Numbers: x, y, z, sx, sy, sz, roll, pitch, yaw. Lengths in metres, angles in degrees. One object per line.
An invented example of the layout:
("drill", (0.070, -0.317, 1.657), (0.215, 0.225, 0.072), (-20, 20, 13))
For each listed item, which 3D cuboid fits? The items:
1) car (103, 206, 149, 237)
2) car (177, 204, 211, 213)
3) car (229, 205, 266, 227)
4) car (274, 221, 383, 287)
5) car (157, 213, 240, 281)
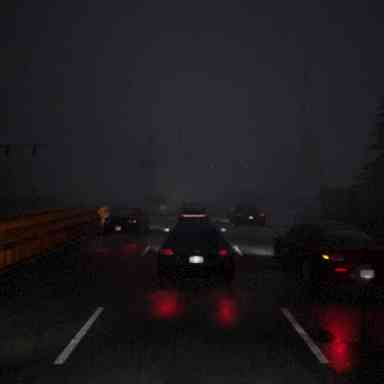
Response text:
("car", (-3.411, 1.492, 17.655), (1.812, 1.442, 4.674), (0, 0, 0))
("car", (0.105, 1.453, 20.053), (2.128, 1.511, 4.902), (0, 0, 0))
("car", (3.605, 1.521, 22.293), (1.994, 1.385, 4.181), (0, 0, 0))
("car", (3.600, 1.508, 9.133), (1.812, 1.442, 4.674), (0, 0, 0))
("car", (0.102, 1.545, 9.783), (1.994, 1.385, 4.181), (0, 0, 0))
